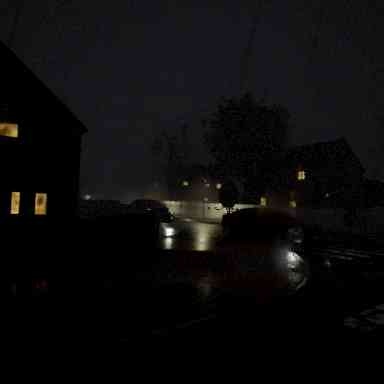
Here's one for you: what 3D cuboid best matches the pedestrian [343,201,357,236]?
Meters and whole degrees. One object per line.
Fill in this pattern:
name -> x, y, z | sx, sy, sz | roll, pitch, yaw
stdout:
pedestrian -> 8.249, 1.382, 17.495 | 0.375, 1.860, 0.375 | 4, -2, -36

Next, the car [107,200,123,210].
car -> -11.829, 1.917, 50.991 | 1.994, 1.385, 4.181 | 3, -1, -18

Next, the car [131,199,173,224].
car -> -3.124, 1.319, 24.412 | 2.097, 1.767, 4.553 | 3, -2, -30

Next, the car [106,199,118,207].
car -> -14.488, 2.001, 60.651 | 1.994, 1.385, 4.181 | 3, -1, -13

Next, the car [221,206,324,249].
car -> 3.222, 1.404, 14.188 | 1.882, 1.535, 5.008 | 3, -2, -30

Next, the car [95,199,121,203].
car -> -8.417, 1.551, 34.327 | 1.837, 1.490, 4.892 | 3, -2, -25
